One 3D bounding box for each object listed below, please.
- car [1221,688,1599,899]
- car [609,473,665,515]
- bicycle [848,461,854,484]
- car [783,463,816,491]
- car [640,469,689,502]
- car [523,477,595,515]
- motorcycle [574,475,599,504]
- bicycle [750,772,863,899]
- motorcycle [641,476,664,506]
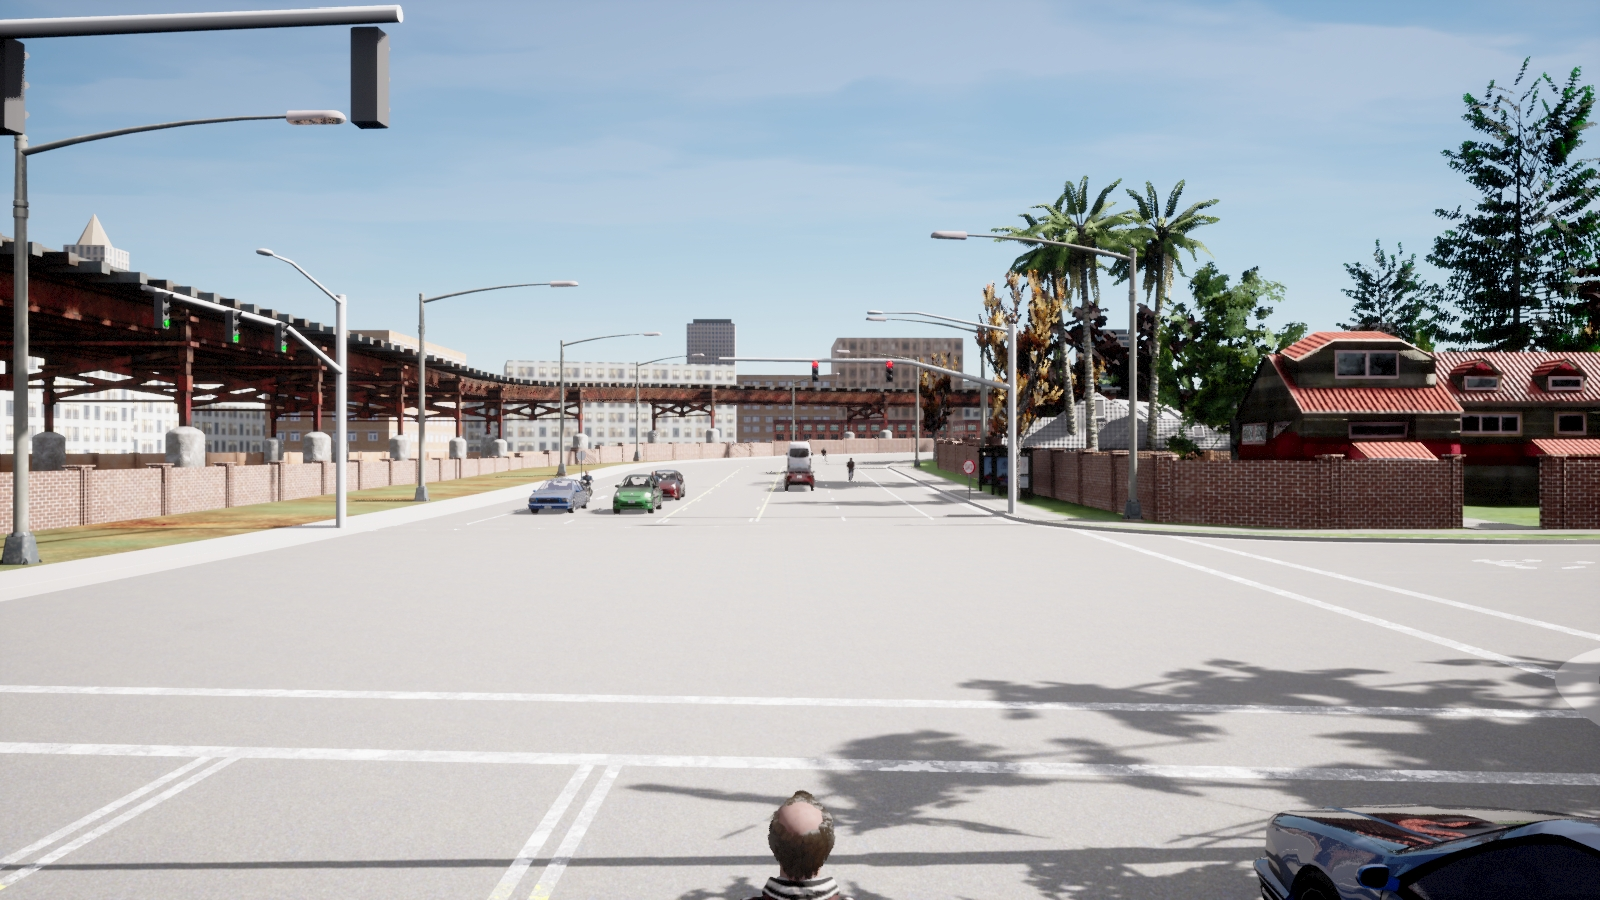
[{"bbox_3d":[3.467,2.106,4.038,2.033,1.411,5.357,0,0,1],"label":"car"},{"bbox_3d":[-7.031,1.877,49.699,1.851,1.617,3.988,0,1,0],"label":"car"},{"bbox_3d":[3.466,1.496,77.850,0.329,1.496,1.835,0,1,0],"label":"bicycle"},{"bbox_3d":[-0.043,1.637,70.104,2.007,1.525,4.514,0,1,0],"label":"car"},{"bbox_3d":[-7.040,1.800,59.633,2.007,1.525,4.514,0,1,0],"label":"car"},{"bbox_3d":[-10.533,1.979,50.381,2.033,1.411,5.357,0,1,0],"label":"car"},{"bbox_3d":[-10.476,1.934,56.002,0.856,1.341,1.805,0,1,1],"label":"motorcycle"},{"bbox_3d":[0.019,2.048,3.681,0.329,1.496,1.835,0,0,0],"label":"bicycle"},{"bbox_3d":[-7.053,1.947,54.746,0.856,1.341,1.805,0,1,0],"label":"motorcycle"}]
